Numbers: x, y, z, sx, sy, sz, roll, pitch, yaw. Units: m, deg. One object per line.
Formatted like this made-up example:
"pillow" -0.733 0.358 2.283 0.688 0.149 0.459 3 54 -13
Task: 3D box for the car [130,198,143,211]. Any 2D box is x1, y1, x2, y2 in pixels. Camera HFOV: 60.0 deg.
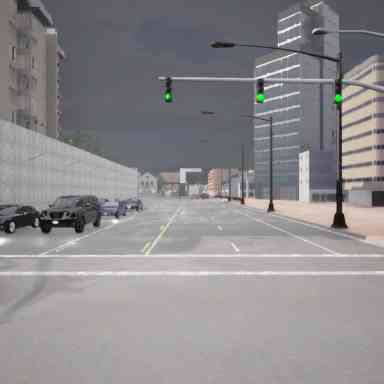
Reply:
"car" -7.107 1.491 40.046 2.128 1.511 4.902 0 0 0

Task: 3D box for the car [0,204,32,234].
"car" -10.608 1.505 19.432 1.837 1.490 4.892 0 0 0

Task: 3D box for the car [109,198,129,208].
"car" -10.576 1.601 48.377 1.895 1.301 4.718 0 0 0

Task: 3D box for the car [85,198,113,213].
"car" -10.609 1.505 38.317 1.837 1.490 4.892 0 0 0

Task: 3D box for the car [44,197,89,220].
"car" -10.611 1.352 28.499 2.097 1.767 4.553 0 0 0

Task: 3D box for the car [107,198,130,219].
"car" -7.111 1.526 29.704 1.812 1.442 4.674 0 0 0

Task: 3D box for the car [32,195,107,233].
"car" -7.105 1.221 20.063 2.150 2.045 5.566 0 0 0
